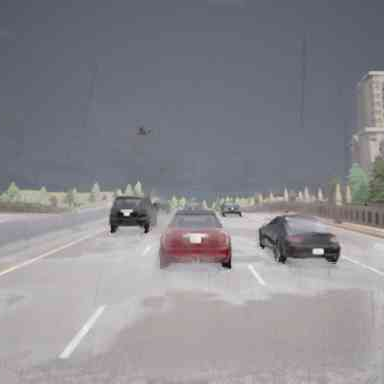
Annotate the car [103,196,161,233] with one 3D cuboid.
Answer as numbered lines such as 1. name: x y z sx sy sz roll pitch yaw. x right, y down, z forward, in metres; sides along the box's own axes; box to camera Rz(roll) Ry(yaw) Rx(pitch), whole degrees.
1. car: -3.395 1.226 19.997 2.150 2.045 5.566 0 0 0

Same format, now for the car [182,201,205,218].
1. car: 0.108 1.598 31.937 2.033 1.411 5.357 0 -1 0

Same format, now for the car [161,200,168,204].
1. car: -3.390 1.747 38.371 1.837 1.490 4.892 0 -2 0

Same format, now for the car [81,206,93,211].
1. car: -17.532 3.157 56.872 2.128 1.511 4.902 0 -6 1

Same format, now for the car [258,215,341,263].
1. car: 3.603 1.528 11.791 1.812 1.442 4.674 0 0 0

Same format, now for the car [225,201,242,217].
1. car: 3.614 1.598 31.944 2.033 1.411 5.357 0 -1 0

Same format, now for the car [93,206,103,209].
1. car: -14.032 2.988 54.719 2.033 1.411 5.357 0 -6 1

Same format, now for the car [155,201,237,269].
1. car: 0.103 1.354 11.364 2.097 1.767 4.553 0 0 0
